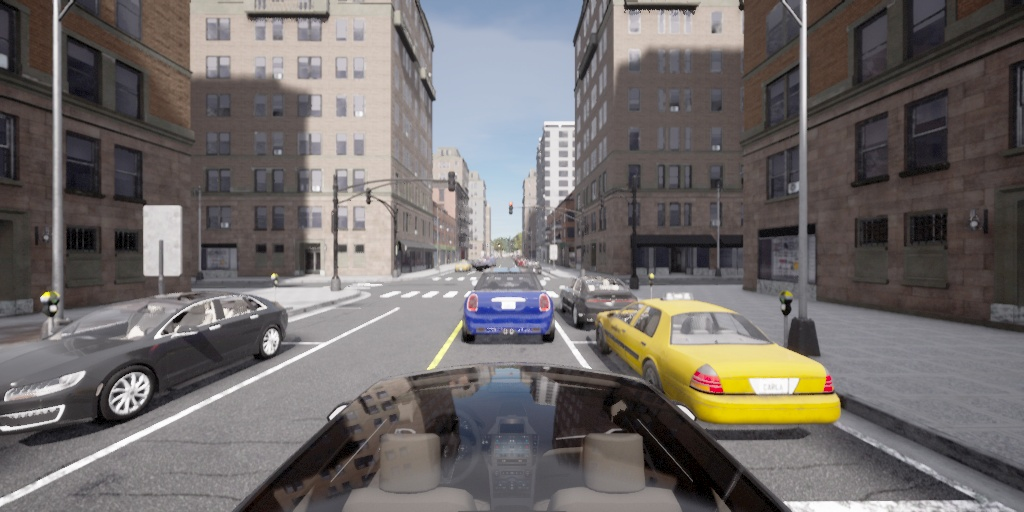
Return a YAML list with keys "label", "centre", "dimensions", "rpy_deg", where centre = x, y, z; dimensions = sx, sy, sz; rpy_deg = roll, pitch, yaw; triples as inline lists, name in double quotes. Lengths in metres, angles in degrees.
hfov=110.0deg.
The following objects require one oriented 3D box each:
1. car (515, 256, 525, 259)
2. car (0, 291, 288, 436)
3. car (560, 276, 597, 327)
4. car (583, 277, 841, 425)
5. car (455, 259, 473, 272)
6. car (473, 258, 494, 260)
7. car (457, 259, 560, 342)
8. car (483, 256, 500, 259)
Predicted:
- label: "car"
  centre: [1.928, 1.047, 60.751]
  dimensions: [1.967, 1.591, 4.097]
  rpy_deg: [0, 0, -1]
- label: "car"
  centre: [-5.429, 1.292, 5.647]
  dimensions: [2.007, 1.370, 4.403]
  rpy_deg: [0, 0, -1]
- label: "car"
  centre: [2.534, 1.278, 11.151]
  dimensions: [2.007, 1.370, 4.403]
  rpy_deg: [0, 0, -1]
- label: "car"
  centre: [2.602, 1.266, 5.916]
  dimensions: [1.751, 1.417, 4.829]
  rpy_deg: [0, 0, -1]
- label: "car"
  centre: [-5.887, 1.177, 43.438]
  dimensions: [1.751, 1.417, 4.829]
  rpy_deg: [0, 0, -1]
- label: "car"
  centre: [-3.336, 1.253, 43.291]
  dimensions: [1.895, 1.301, 4.718]
  rpy_deg: [0, 0, -1]
- label: "car"
  centre: [-0.084, 1.083, 9.904]
  dimensions: [2.097, 1.767, 4.553]
  rpy_deg: [0, 0, 0]
- label: "car"
  centre: [-3.505, 1.160, 58.761]
  dimensions: [2.033, 1.411, 5.357]
  rpy_deg: [0, 0, 0]
